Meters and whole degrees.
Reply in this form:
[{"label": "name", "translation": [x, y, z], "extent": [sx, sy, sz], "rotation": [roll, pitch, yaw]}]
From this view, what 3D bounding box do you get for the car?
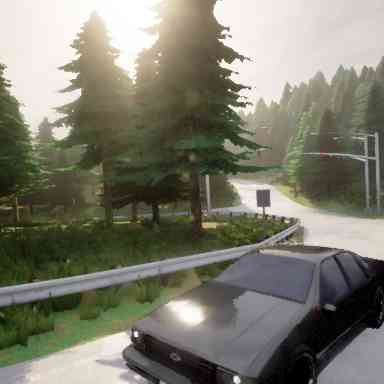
[{"label": "car", "translation": [1.596, 1.582, 5.210], "extent": [2.033, 1.411, 5.357], "rotation": [-1, -1, 43]}]
